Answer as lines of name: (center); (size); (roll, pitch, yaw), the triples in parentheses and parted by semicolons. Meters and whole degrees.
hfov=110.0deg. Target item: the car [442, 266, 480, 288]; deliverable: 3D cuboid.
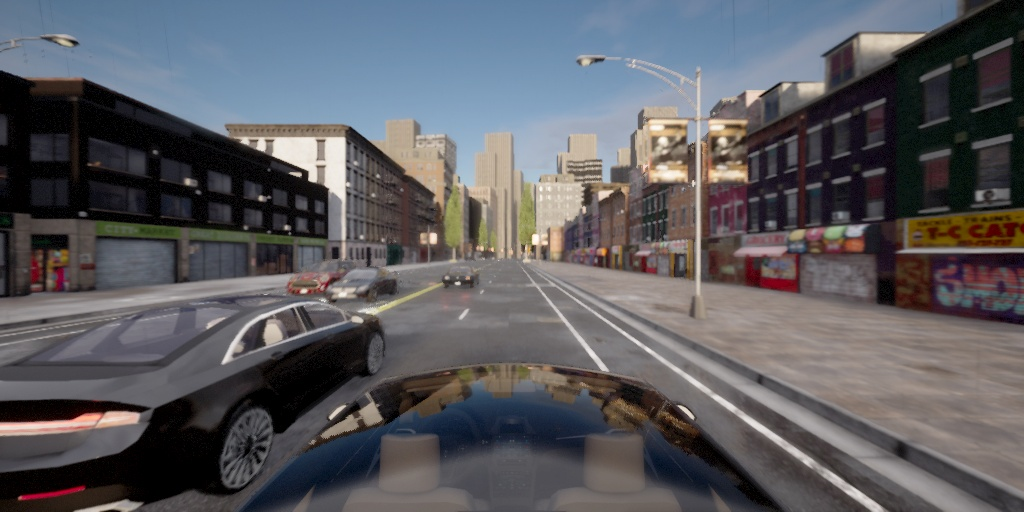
car: (-3.159, 1.306, 23.082); (1.895, 1.301, 4.718); (0, 0, 0)

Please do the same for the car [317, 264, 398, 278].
car: (-6.583, 1.244, 16.297); (1.812, 1.442, 4.674); (0, 0, 0)

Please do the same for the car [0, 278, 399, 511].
car: (-3.153, 1.235, 4.467); (2.128, 1.511, 4.902); (0, 0, 0)

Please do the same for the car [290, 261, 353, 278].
car: (-9.817, 1.064, 19.182); (2.097, 1.767, 4.553); (0, 0, 0)
